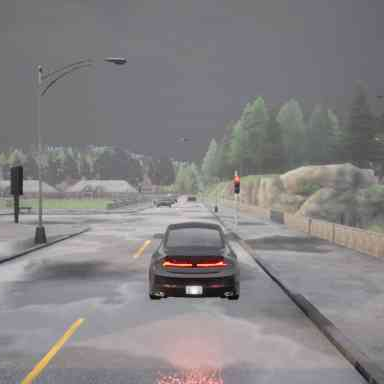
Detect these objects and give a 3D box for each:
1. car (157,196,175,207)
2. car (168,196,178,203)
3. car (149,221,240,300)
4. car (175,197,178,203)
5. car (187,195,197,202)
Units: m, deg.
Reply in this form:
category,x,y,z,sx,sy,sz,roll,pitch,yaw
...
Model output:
category,x,y,z,sx,sy,sz,roll,pitch,yaw
car,-4.114,1.564,49.740,1.994,1.385,4.181,0,0,0
car,-4.026,1.595,69.937,1.895,1.301,4.718,0,0,0
car,0.058,1.505,8.375,1.837,1.490,4.892,0,0,0
car,-4.100,1.505,59.755,1.837,1.490,4.892,0,0,0
car,-0.027,1.324,70.993,1.882,1.535,5.008,0,0,0
